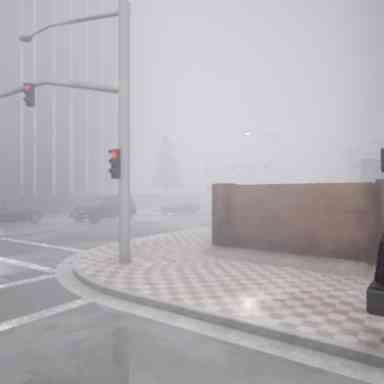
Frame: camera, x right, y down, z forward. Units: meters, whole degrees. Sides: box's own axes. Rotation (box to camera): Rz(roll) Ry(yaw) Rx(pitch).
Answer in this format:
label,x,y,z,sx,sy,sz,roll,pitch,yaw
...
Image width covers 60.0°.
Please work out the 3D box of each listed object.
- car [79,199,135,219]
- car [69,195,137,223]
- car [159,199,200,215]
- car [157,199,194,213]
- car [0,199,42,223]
label,x,y,z,sx,sy,sz,roll,pitch,yaw
car,-7.784,1.521,30.911,1.882,1.535,5.008,0,0,35
car,-6.827,1.259,26.190,2.150,2.045,5.566,0,0,35
car,-1.202,1.636,34.178,1.895,1.301,4.718,0,0,35
car,-1.851,1.568,39.316,1.812,1.442,4.674,0,0,35
car,-13.090,1.398,23.364,2.097,1.767,4.553,0,0,35
